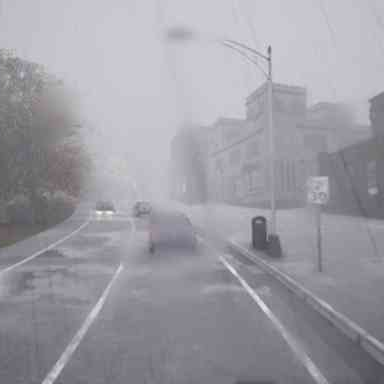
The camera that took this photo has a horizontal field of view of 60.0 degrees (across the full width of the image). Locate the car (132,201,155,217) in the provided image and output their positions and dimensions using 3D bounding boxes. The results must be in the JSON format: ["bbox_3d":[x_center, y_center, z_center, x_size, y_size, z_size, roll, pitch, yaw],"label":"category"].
[{"bbox_3d":[-4.742,1.619,32.798,2.033,1.411,5.357,1,0,-16],"label":"car"}]

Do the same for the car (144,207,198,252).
[{"bbox_3d":[-0.923,1.585,14.191,2.033,1.411,5.357,0,0,-7],"label":"car"}]

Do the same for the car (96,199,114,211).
[{"bbox_3d":[-10.444,1.525,39.733,1.994,1.385,4.181,2,0,-18],"label":"car"}]
